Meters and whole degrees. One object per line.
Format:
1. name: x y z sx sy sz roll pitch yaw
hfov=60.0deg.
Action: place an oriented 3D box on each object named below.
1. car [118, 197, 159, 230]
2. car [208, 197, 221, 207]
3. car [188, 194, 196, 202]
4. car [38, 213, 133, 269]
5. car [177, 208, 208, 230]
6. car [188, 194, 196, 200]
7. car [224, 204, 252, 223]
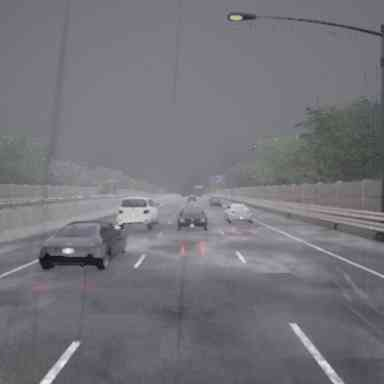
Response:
1. car: -3.499 1.340 22.455 2.150 2.045 5.566 0 0 0
2. car: 3.601 1.560 52.564 2.033 1.411 5.357 0 0 0
3. car: 0.001 1.408 76.163 1.837 1.490 4.892 0 0 0
4. car: -3.500 1.647 11.418 1.994 1.385 4.181 0 0 0
5. car: 0.020 1.720 21.902 1.895 1.301 4.718 0 0 0
6. car: 0.001 1.407 91.830 2.128 1.511 4.902 0 0 0
7. car: 3.600 1.649 26.480 1.812 1.442 4.674 0 0 0
